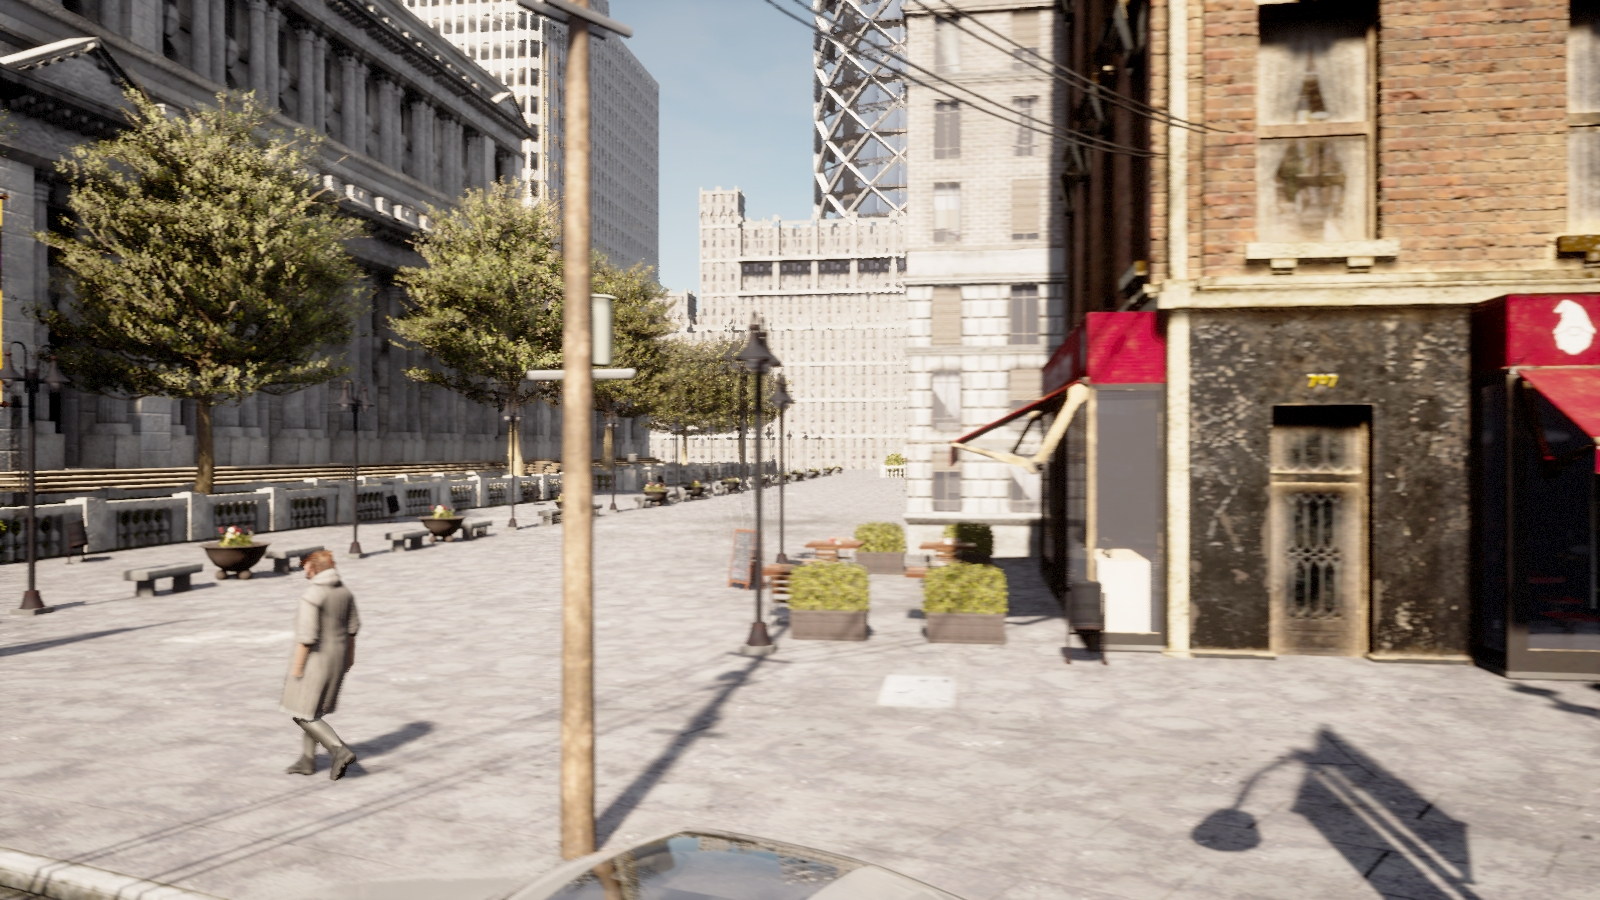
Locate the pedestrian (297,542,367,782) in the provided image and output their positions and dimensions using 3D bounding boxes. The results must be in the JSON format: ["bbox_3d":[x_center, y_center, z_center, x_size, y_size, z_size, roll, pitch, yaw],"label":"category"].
[{"bbox_3d":[-3.784,1.695,9.251,0.375,1.860,0.375,0,0,15],"label":"pedestrian"}]
